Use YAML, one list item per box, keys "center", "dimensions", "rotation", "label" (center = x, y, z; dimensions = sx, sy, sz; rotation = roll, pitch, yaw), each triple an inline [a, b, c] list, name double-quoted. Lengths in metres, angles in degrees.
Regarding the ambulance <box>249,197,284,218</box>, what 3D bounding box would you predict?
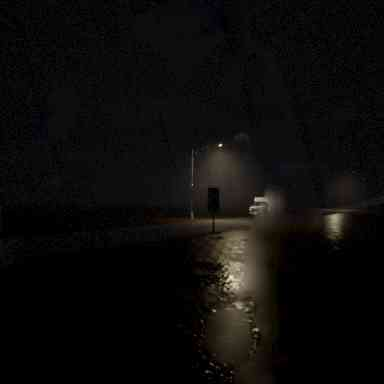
- center: [9.228, 1.888, 41.366]
  dimensions: [2.351, 2.431, 6.366]
  rotation: [0, -1, 36]
  label: "ambulance"
